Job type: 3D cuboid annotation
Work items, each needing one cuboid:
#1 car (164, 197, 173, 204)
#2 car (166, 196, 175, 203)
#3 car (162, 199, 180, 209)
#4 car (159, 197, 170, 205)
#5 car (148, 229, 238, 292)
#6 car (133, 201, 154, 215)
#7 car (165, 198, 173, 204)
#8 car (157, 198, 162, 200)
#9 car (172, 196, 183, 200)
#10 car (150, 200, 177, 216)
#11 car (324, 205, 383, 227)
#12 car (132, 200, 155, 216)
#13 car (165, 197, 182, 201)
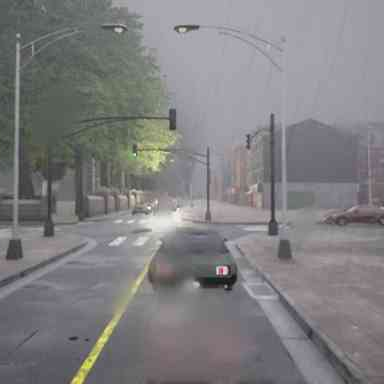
[{"bbox_3d":[-5.833,2.106,81.807,1.967,1.590,4.097,1,-1,0],"label":"car"},{"bbox_3d":[-5.917,2.106,92.709,2.192,1.841,5.009,1,-1,0],"label":"car"},{"bbox_3d":[-3.023,1.914,44.481,1.895,1.301,4.718,0,0,0],"label":"car"},{"bbox_3d":[-5.747,1.991,70.908,1.967,1.590,4.097,1,-1,0],"label":"car"},{"bbox_3d":[0.043,1.660,9.092,1.895,1.301,4.718,0,0,1],"label":"car"},{"bbox_3d":[-5.544,1.792,38.496,1.752,1.417,4.829,1,0,0],"label":"car"},{"bbox_3d":[-5.877,2.251,87.087,1.752,1.417,4.829,1,-1,0],"label":"car"},{"bbox_3d":[-5.534,1.857,43.658,2.008,1.369,4.403,1,0,0],"label":"car"},{"bbox_3d":[-3.116,1.677,69.622,1.812,1.442,4.674,0,-1,0],"label":"car"},{"bbox_3d":[-2.944,1.843,35.269,1.895,1.301,4.718,0,0,0],"label":"car"},{"bbox_3d":[11.644,1.609,23.185,4.674,1.442,1.812,-1,-2,1],"label":"car"},{"bbox_3d":[-5.505,1.803,36.523,2.008,1.369,4.403,1,0,0],"label":"car"},{"bbox_3d":[-3.087,1.921,54.435,1.812,1.442,4.674,0,-1,0],"label":"car"}]
